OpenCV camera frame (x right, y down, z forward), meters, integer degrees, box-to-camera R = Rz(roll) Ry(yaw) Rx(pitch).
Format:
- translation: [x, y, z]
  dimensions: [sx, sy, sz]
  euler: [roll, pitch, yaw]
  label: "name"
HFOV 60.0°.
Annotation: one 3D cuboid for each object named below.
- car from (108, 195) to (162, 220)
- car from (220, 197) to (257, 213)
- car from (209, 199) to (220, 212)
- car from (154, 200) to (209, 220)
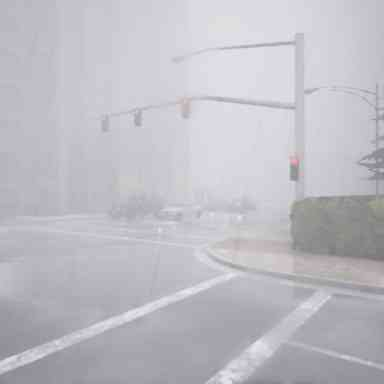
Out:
- translation: [-4.727, 1.288, 29.196]
  dimensions: [2.150, 2.045, 5.566]
  euler: [0, 0, 36]
  label: "car"
- translation: [5.522, 1.406, 37.223]
  dimensions: [2.097, 1.767, 4.553]
  euler: [0, 0, 36]
  label: "car"
- translation: [2.905, 1.569, 39.571]
  dimensions: [1.837, 1.490, 4.892]
  euler: [0, 0, 37]
  label: "car"
- translation: [-0.830, 1.581, 28.557]
  dimensions: [1.812, 1.442, 4.674]
  euler: [0, 0, 36]
  label: "car"
